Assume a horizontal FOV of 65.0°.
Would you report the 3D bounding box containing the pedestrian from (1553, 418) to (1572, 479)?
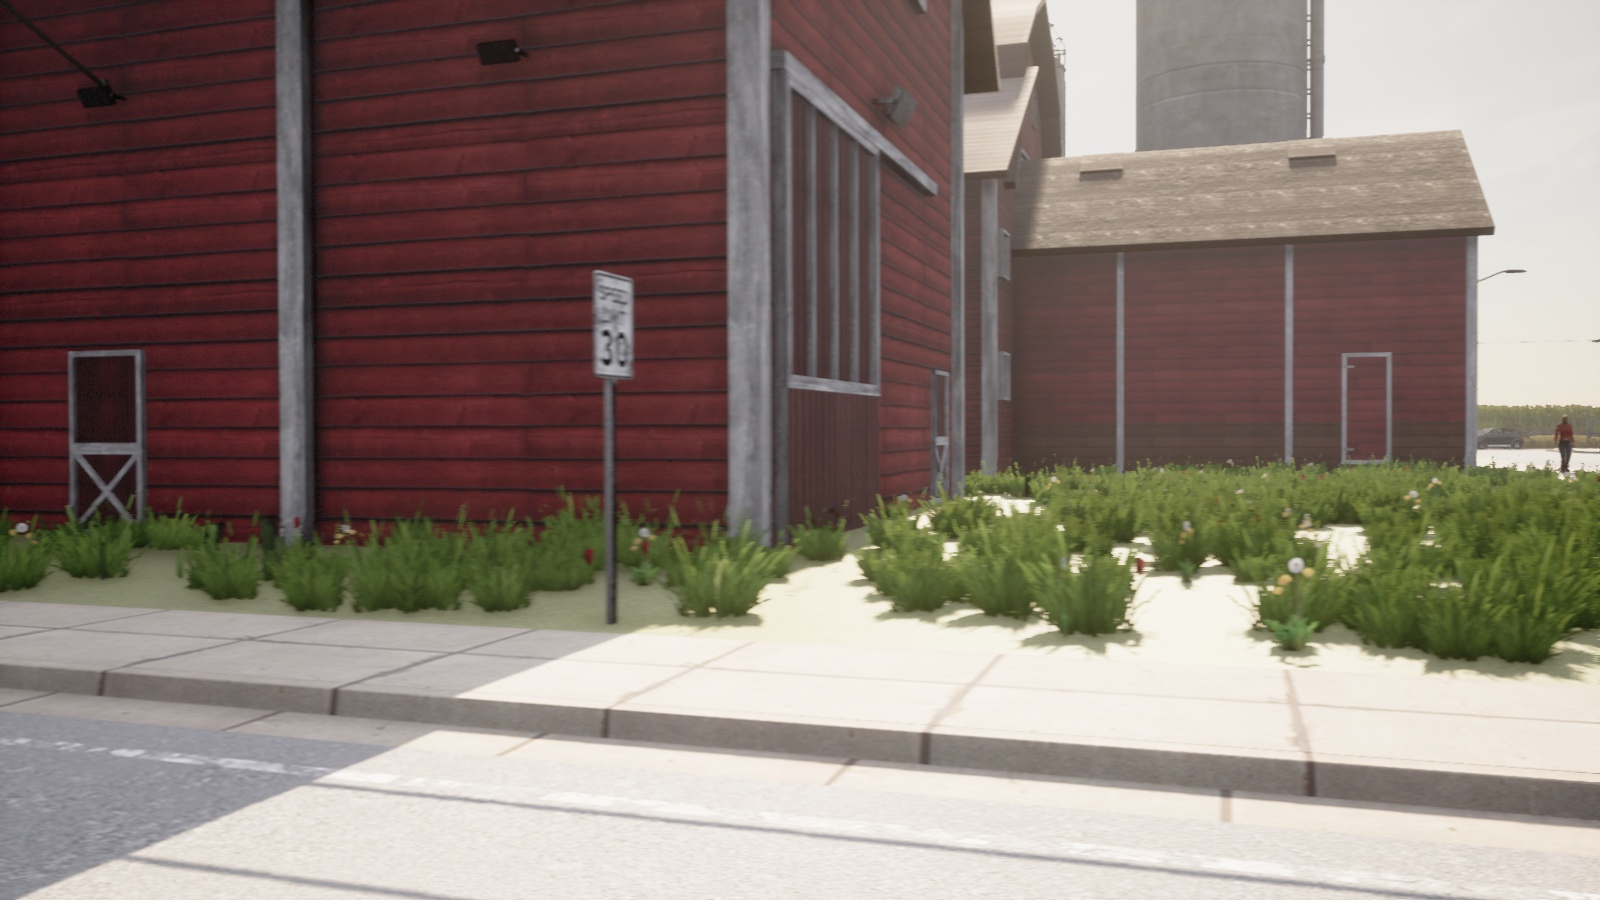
[{"bbox_3d":[23.206,-0.045,38.208,0.331,1.846,0.636,1,1,18],"label":"pedestrian"}]
